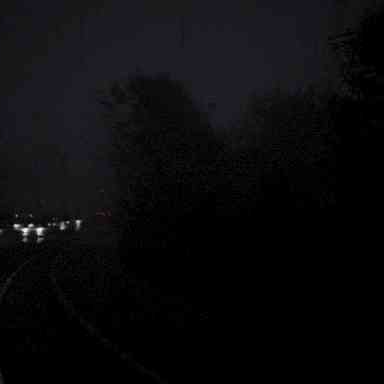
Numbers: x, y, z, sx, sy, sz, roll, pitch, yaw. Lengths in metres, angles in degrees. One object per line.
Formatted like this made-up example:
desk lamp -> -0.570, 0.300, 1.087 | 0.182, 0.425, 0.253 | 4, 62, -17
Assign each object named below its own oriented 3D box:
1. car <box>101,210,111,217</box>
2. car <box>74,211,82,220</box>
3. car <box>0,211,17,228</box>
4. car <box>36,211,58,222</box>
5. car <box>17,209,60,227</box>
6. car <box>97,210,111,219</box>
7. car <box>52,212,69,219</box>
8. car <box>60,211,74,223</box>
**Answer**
car -> -18.625, 4.603, 72.379 | 1.895, 1.301, 4.718 | 0, -2, -11
car -> -18.319, 3.667, 51.856 | 1.812, 1.442, 4.674 | 0, -3, -10
car -> -18.251, 2.537, 31.226 | 1.882, 1.535, 5.008 | 0, -3, -10
car -> -21.395, 3.523, 49.157 | 1.837, 1.490, 4.892 | 0, -3, -10
car -> -14.953, 2.665, 32.706 | 2.033, 1.411, 5.357 | 0, -3, -10
car -> -16.712, 4.171, 62.341 | 2.128, 1.511, 4.902 | 0, -3, -11
car -> -23.210, 4.148, 59.015 | 1.895, 1.301, 4.718 | 0, -3, -11
car -> -16.566, 3.166, 41.767 | 1.994, 1.385, 4.181 | 0, -3, -10
